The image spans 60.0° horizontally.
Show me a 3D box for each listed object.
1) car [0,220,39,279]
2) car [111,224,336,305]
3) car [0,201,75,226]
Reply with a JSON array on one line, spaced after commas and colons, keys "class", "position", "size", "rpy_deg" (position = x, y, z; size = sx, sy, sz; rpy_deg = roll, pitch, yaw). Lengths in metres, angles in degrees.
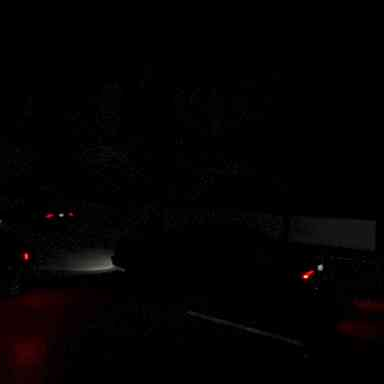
[{"class": "car", "position": [-5.953, 1.443, 8.236], "size": [4.718, 1.301, 1.895], "rpy_deg": [1, 1, 35]}, {"class": "car", "position": [0.477, 1.484, 7.951], "size": [5.357, 1.411, 2.033], "rpy_deg": [1, 1, 35]}, {"class": "car", "position": [-8.913, 1.211, 18.945], "size": [5.357, 1.411, 2.033], "rpy_deg": [2, 1, 35]}]
